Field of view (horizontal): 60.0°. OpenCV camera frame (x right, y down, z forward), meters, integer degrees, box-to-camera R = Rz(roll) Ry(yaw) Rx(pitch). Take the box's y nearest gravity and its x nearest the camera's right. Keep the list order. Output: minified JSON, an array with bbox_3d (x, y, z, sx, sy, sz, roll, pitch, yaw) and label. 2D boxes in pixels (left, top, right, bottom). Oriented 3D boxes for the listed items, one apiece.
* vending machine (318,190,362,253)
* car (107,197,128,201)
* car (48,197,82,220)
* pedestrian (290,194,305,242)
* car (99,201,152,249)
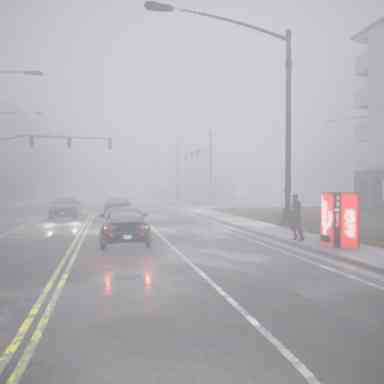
[{"bbox_3d":[5.229,0.999,11.811,1.100,2.100,0.880,0,1,-14],"label":"vending machine"},{"bbox_3d":[-5.251,1.110,23.405,1.882,1.535,5.008,0,1,-14],"label":"car"},{"bbox_3d":[-9.227,1.104,24.443,1.882,1.535,5.008,0,1,-14],"label":"car"},{"bbox_3d":[3.933,0.935,12.554,0.375,1.860,0.375,0,1,-14],"label":"pedestrian"},{"bbox_3d":[-2.740,1.312,13.482,1.812,1.442,4.674,0,1,-14],"label":"car"}]
